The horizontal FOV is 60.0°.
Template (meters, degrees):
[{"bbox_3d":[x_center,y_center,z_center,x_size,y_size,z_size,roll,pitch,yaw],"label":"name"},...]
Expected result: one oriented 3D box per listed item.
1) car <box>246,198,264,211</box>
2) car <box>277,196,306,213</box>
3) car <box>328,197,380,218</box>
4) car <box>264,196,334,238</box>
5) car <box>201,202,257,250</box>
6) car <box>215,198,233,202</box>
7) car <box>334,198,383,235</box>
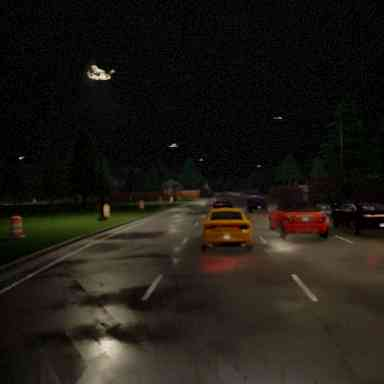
[{"bbox_3d":[6.658,1.315,34.352,1.812,1.442,4.674,-1,0,5],"label":"car"},{"bbox_3d":[10.189,1.187,34.582,1.882,1.535,5.008,-1,0,5],"label":"car"},{"bbox_3d":[13.084,1.205,27.291,2.033,1.411,5.357,-1,0,5],"label":"car"},{"bbox_3d":[5.161,1.206,16.712,2.097,1.767,4.553,-1,0,5],"label":"car"},{"bbox_3d":[1.436,1.420,14.153,1.882,1.535,5.008,-1,0,5],"label":"car"},{"bbox_3d":[3.083,1.363,33.609,2.128,1.511,4.902,-1,0,5],"label":"car"},{"bbox_3d":[8.724,1.264,17.274,2.128,1.511,4.902,-1,0,5],"label":"car"}]
